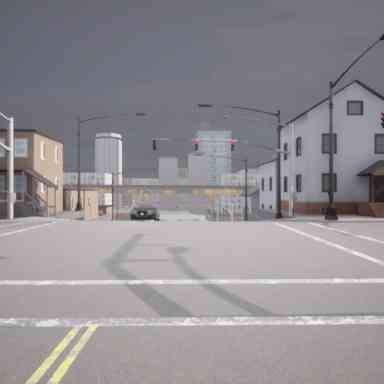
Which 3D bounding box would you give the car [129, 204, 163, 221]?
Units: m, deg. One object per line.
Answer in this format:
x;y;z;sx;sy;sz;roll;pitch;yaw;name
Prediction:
-3.660;1.636;26.352;1.994;1.385;4.181;0;-6;0;car
